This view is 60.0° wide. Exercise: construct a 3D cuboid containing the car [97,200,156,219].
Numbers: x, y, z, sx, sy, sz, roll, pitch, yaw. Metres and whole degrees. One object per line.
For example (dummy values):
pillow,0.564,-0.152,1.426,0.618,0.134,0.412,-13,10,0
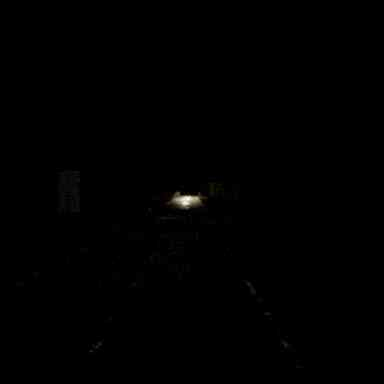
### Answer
car,-5.297,1.411,27.140,4.674,1.442,1.812,0,1,-4
